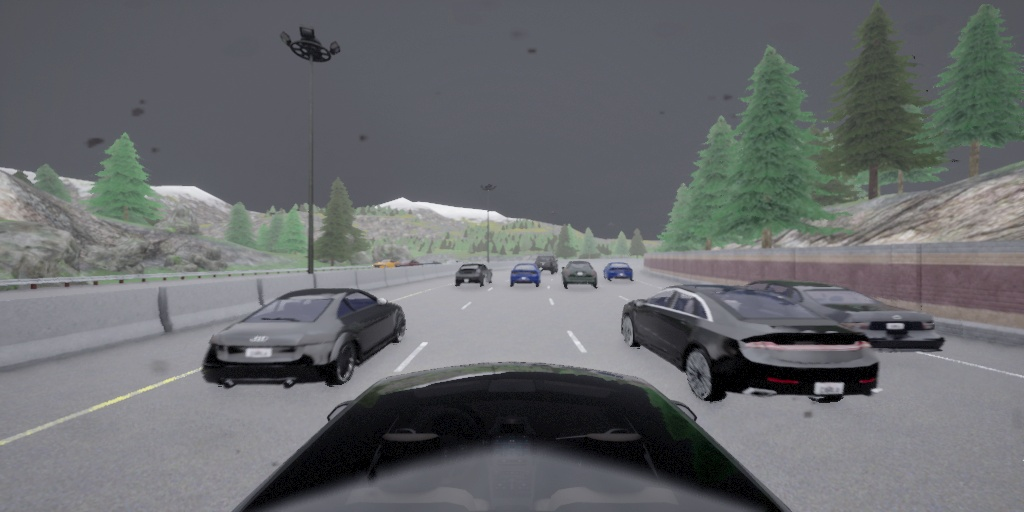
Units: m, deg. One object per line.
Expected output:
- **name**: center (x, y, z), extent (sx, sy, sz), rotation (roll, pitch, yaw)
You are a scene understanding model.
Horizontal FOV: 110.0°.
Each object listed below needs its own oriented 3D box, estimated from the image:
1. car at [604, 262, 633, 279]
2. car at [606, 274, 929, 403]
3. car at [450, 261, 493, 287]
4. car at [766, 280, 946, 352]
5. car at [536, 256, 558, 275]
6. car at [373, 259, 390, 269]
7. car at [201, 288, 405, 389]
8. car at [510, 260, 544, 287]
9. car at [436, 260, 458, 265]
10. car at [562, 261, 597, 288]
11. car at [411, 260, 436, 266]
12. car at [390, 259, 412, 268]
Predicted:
- **car**: center (8.822, 1.261, 30.005), extent (1.882, 1.535, 5.008), rotation (0, 0, 9)
- **car**: center (3.462, 1.249, 6.380), extent (2.128, 1.511, 4.902), rotation (0, 0, -1)
- **car**: center (-2.537, 1.268, 24.718), extent (1.837, 1.490, 4.892), rotation (0, 0, 7)
- **car**: center (6.914, 1.312, 8.967), extent (2.033, 1.411, 5.357), rotation (0, 0, 0)
- **car**: center (3.986, 1.004, 41.065), extent (2.150, 2.045, 5.566), rotation (0, 0, 14)
- **car**: center (-18.389, 1.248, 52.917), extent (1.882, 1.535, 5.008), rotation (0, 0, 16)
- **car**: center (-3.528, 1.313, 6.968), extent (1.994, 1.385, 4.181), rotation (0, 0, -1)
- **car**: center (1.030, 1.247, 24.995), extent (1.882, 1.535, 5.008), rotation (0, 0, 7)
- **car**: center (-8.294, 1.308, 50.032), extent (1.812, 1.442, 4.674), rotation (0, 0, 16)
- **car**: center (4.458, 1.125, 24.152), extent (2.097, 1.767, 4.553), rotation (0, 0, 7)
- **car**: center (-11.633, 1.384, 51.084), extent (2.033, 1.411, 5.357), rotation (0, 0, 16)
- **car**: center (-15.045, 1.250, 51.880), extent (1.882, 1.535, 5.008), rotation (0, 0, 16)
